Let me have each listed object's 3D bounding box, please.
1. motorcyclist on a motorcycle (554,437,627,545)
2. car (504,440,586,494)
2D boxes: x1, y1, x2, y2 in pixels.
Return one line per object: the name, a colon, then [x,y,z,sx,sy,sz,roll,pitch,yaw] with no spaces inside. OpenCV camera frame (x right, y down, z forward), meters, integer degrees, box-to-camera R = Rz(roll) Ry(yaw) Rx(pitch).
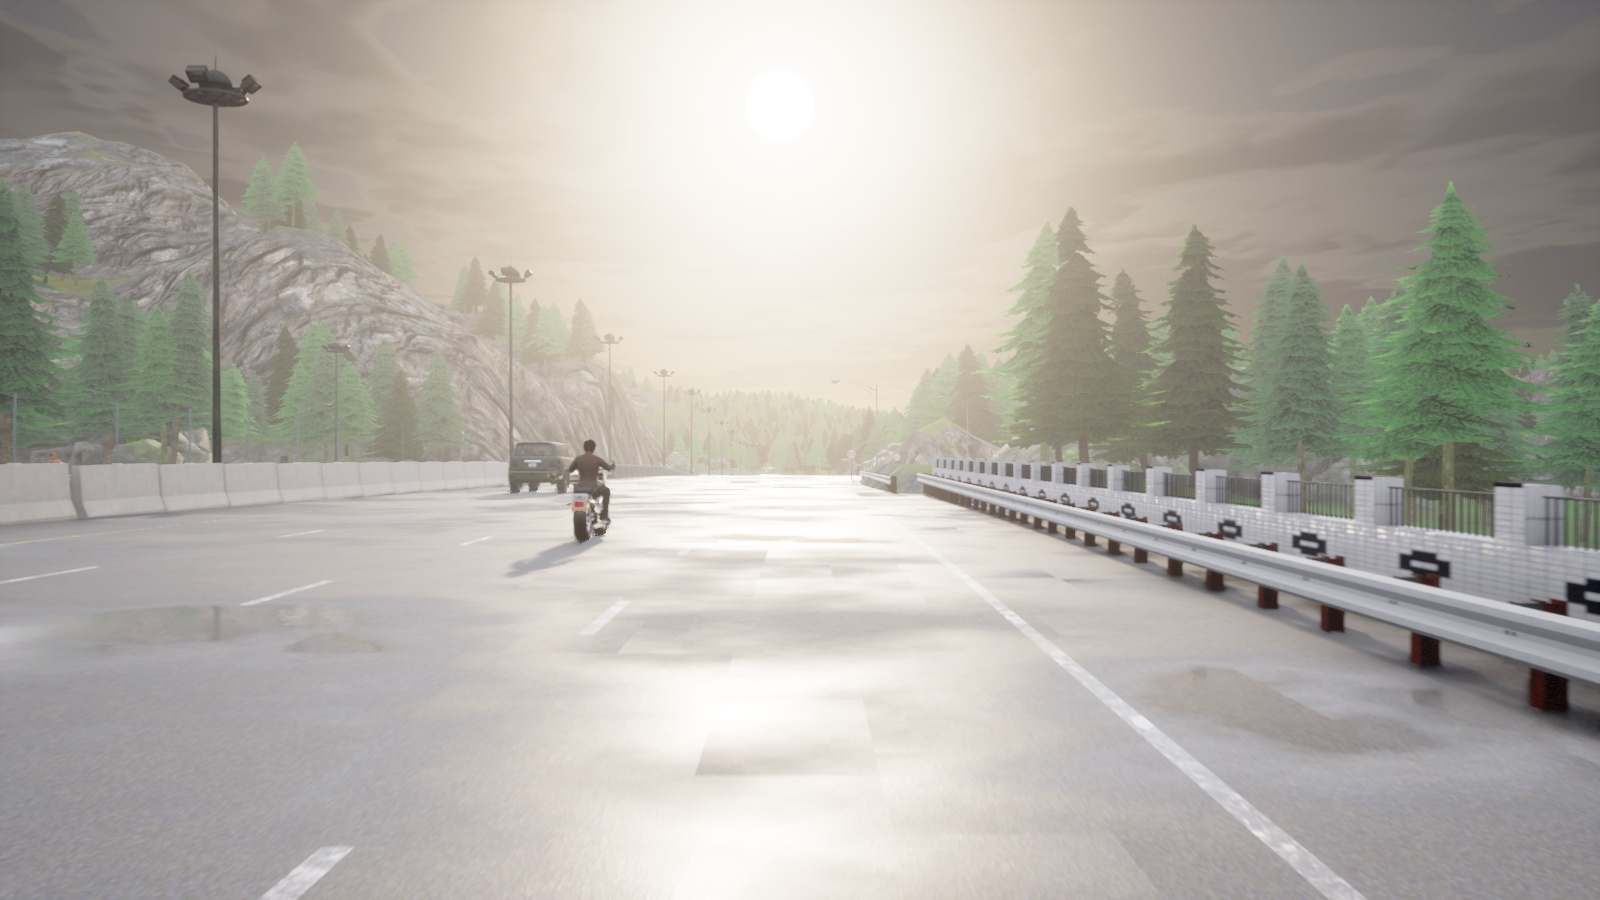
motorcyclist on a motorcycle: [-3.369,0.638,20.402,0.766,1.649,2.350,0,0,0]
car: [-10.197,0.688,50.668,2.150,2.045,5.566,0,-1,0]
